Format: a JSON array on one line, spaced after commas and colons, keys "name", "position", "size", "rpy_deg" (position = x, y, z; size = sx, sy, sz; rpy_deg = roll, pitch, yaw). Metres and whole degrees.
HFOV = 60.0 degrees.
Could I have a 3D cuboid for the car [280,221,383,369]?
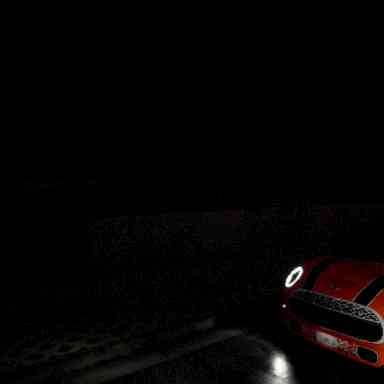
[{"name": "car", "position": [3.576, 1.299, 5.616], "size": [4.553, 1.767, 2.097], "rpy_deg": [-1, 0, -35]}]
